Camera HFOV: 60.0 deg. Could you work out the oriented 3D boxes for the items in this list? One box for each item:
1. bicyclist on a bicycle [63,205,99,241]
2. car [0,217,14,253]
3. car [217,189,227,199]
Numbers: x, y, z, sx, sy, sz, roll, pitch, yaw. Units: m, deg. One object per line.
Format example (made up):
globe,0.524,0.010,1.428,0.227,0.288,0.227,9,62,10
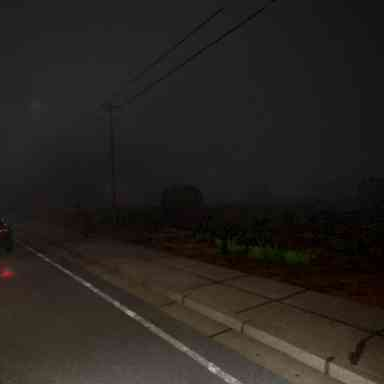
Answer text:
bicyclist on a bicycle,-5.073,1.395,15.268,1.656,1.620,0.582,-3,1,-36
car,-8.881,1.740,14.074,2.128,1.511,4.902,-2,0,-36
car,6.689,0.383,73.364,1.905,1.878,3.866,4,3,10
